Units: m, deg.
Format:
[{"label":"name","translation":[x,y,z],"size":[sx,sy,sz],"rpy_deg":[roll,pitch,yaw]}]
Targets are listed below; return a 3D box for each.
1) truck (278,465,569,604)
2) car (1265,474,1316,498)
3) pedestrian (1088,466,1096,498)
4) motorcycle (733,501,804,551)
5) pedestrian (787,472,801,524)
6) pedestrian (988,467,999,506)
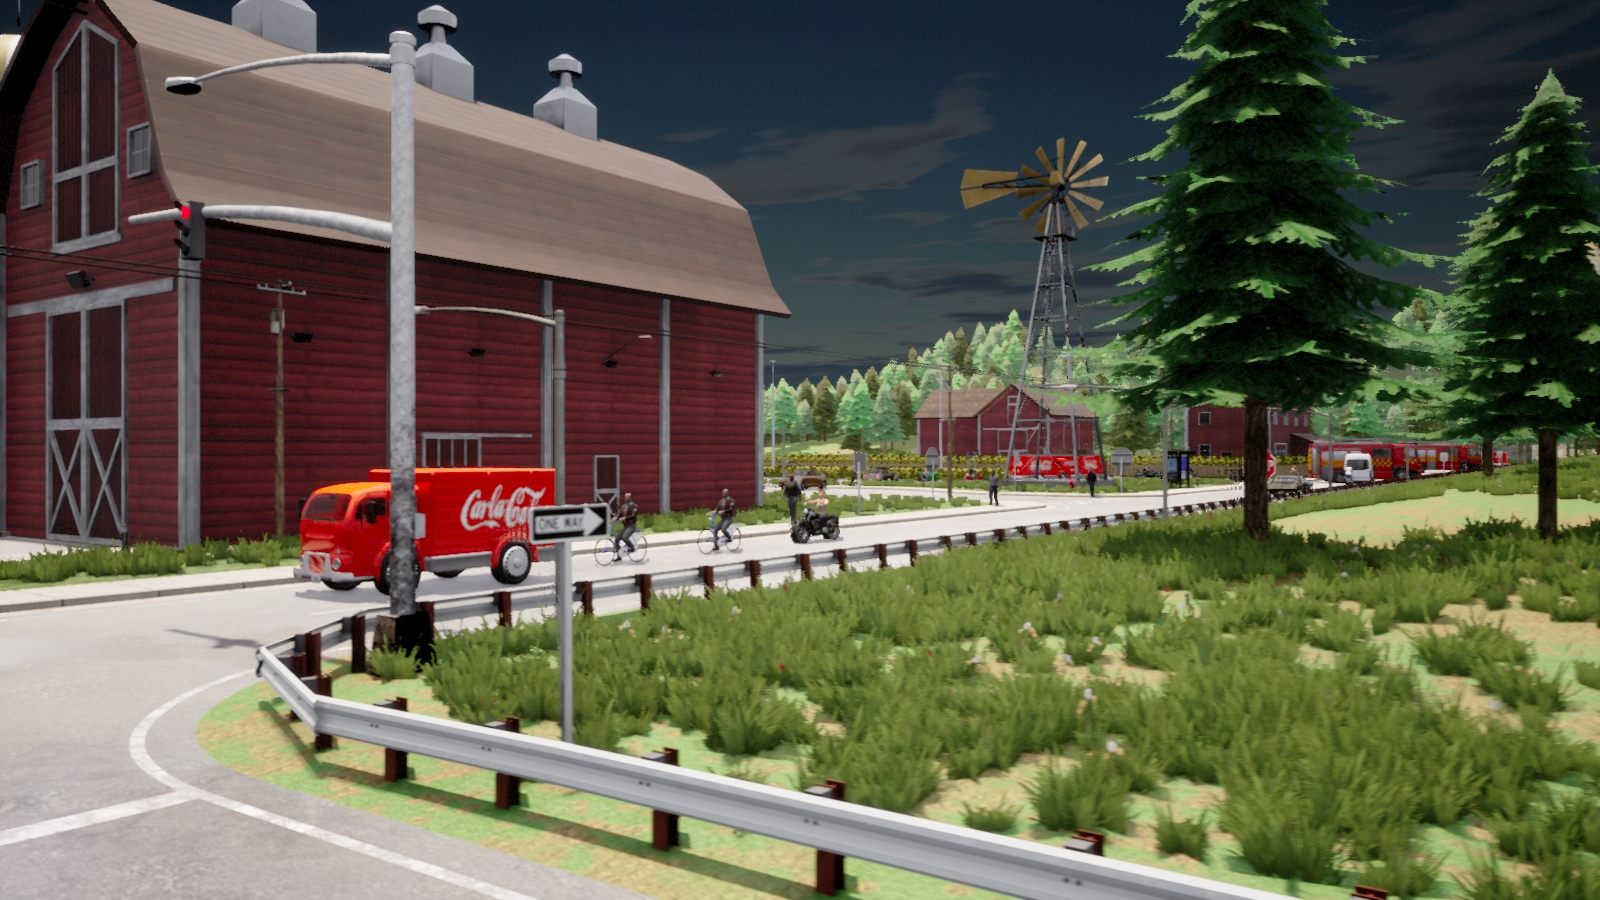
[{"label":"truck","translation":[-7.679,1.584,23.805],"size":[2.627,2.467,5.204],"rpy_deg":[0,0,35]},{"label":"car","translation":[29.911,2.167,69.594],"size":[1.895,1.301,4.718],"rpy_deg":[0,0,35]},{"label":"pedestrian","translation":[17.144,1.867,67.019],"size":[0.375,1.860,0.375],"rpy_deg":[0,0,31]},{"label":"motorcycle","translation":[-0.895,2.185,33.156],"size":[0.764,1.277,2.356],"rpy_deg":[0,0,36]},{"label":"pedestrian","translation":[-0.222,1.714,40.844],"size":[0.375,1.860,0.375],"rpy_deg":[0,0,21]},{"label":"pedestrian","translation":[9.115,1.715,53.790],"size":[0.375,1.860,0.375],"rpy_deg":[0,0,35]}]
